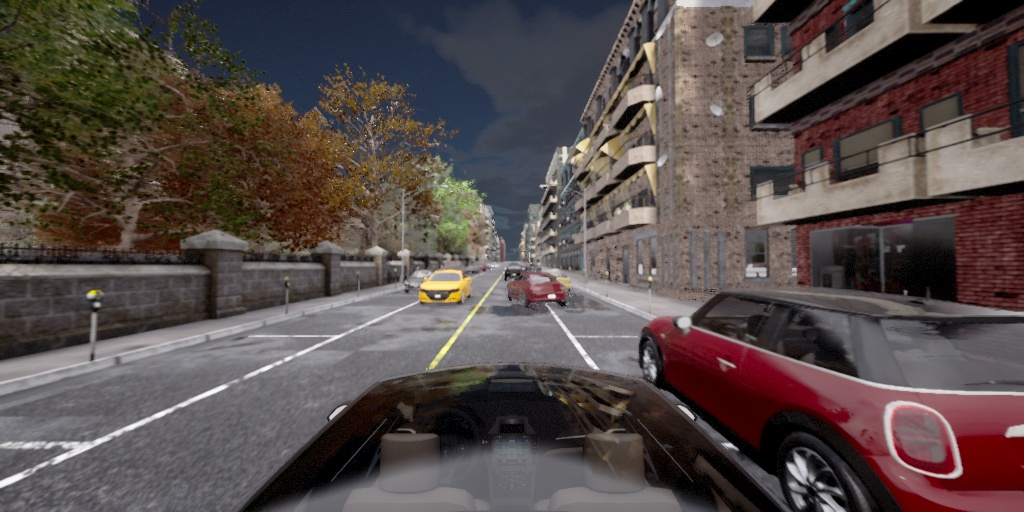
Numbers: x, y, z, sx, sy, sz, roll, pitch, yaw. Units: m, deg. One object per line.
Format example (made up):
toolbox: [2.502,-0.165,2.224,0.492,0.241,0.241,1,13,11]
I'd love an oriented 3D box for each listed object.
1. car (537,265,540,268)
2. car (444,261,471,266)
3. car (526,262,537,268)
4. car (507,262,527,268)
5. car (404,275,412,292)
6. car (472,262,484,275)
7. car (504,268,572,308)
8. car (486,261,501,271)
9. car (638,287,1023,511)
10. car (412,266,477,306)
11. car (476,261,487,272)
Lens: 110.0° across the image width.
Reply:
car: [2.769,1.524,23.181,1.751,1.417,4.829,0,0,0]
car: [-5.569,1.440,34.090,2.192,1.841,5.009,0,0,0]
car: [2.853,1.821,45.103,1.948,1.339,4.313,0,0,0]
car: [0.221,1.629,36.229,1.882,1.535,5.008,0,0,0]
car: [-5.612,1.547,23.043,2.007,1.370,4.403,0,0,0]
car: [-5.507,1.884,50.659,1.948,1.339,4.313,0,0,0]
car: [1.034,1.445,16.296,1.812,1.442,4.674,0,0,-13]
car: [-2.786,1.656,58.802,1.812,1.442,4.674,0,-1,0]
car: [3.118,1.131,4.098,2.097,1.767,4.553,0,-1,0]
car: [-3.044,1.407,17.242,1.882,1.535,5.008,0,-1,0]
car: [-5.464,1.761,61.705,2.192,1.841,5.009,0,0,0]
